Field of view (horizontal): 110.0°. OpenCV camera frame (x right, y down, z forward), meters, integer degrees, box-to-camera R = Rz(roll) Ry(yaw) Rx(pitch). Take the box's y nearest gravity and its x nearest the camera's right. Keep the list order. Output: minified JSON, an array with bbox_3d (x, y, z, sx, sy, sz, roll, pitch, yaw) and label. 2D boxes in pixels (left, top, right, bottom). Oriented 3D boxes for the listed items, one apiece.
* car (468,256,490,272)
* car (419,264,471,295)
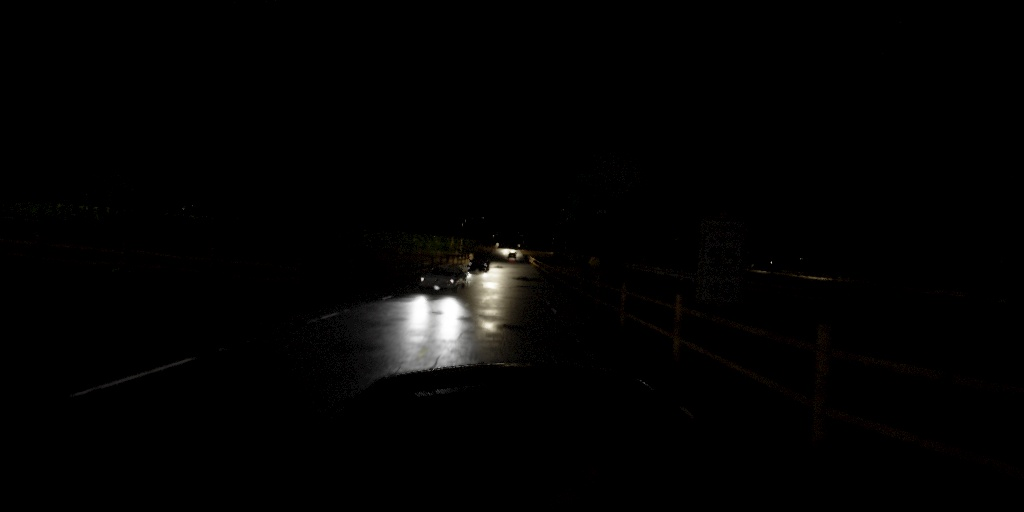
[{"bbox_3d":[-3.497,0.817,38.725,2.097,1.767,4.553,4,1,0],"label":"car"},{"bbox_3d":[-3.607,1.238,19.436,1.895,1.301,4.718,4,0,0],"label":"car"}]
